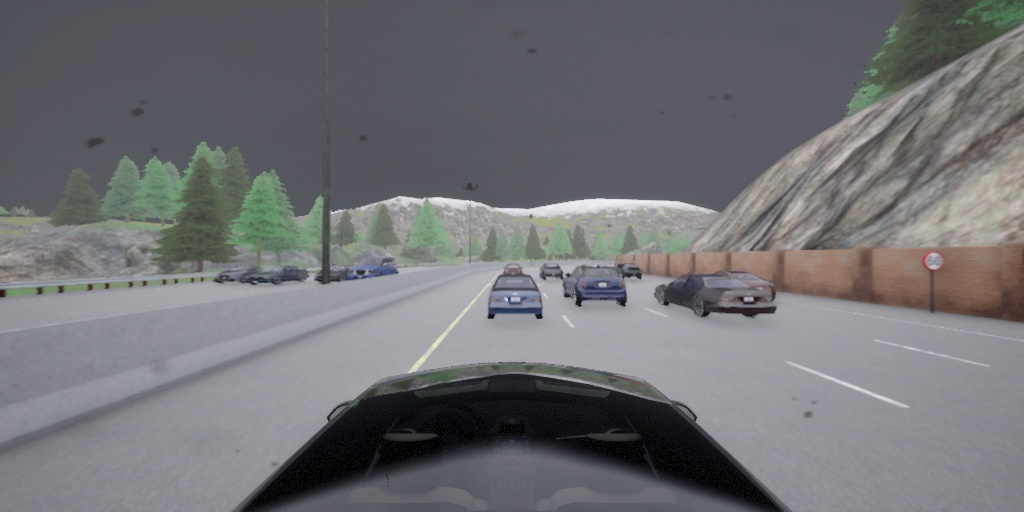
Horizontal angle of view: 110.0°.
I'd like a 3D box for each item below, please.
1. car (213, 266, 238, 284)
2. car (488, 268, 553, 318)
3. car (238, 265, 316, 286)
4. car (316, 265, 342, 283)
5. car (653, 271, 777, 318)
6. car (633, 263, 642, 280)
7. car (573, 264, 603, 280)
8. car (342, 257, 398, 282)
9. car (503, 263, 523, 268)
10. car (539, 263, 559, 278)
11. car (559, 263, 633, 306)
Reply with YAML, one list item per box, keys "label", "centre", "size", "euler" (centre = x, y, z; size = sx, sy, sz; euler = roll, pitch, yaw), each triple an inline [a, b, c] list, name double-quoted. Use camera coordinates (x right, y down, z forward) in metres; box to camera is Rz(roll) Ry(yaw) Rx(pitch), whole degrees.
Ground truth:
- label: "car"
  centre: [-21.091, 1.444, 28.265]
  size: [1.994, 1.385, 4.181]
  euler: [0, 0, 0]
- label: "car"
  centre: [0.102, 1.354, 13.217]
  size: [2.033, 1.411, 5.357]
  euler: [0, 0, 0]
- label: "car"
  centre: [-17.598, 1.423, 27.237]
  size: [2.033, 1.411, 5.357]
  euler: [0, 0, 0]
- label: "car"
  centre: [-14.098, 1.434, 29.594]
  size: [2.033, 1.411, 5.357]
  euler: [0, 0, 0]
- label: "car"
  centre: [7.101, 1.355, 13.258]
  size: [2.033, 1.411, 5.357]
  euler: [0, 0, 0]
- label: "car"
  centre: [10.602, 1.413, 33.546]
  size: [1.837, 1.490, 4.892]
  euler: [0, 0, 0]
- label: "car"
  centre: [7.102, 1.474, 34.017]
  size: [1.994, 1.385, 4.181]
  euler: [0, 0, 0]
- label: "car"
  centre: [-10.597, 1.098, 27.792]
  size: [2.150, 2.045, 5.566]
  euler: [0, 0, 0]
- label: "car"
  centre: [0.103, 1.438, 34.495]
  size: [1.812, 1.442, 4.674]
  euler: [0, 0, 0]
- label: "car"
  centre: [3.603, 1.398, 33.438]
  size: [2.128, 1.511, 4.902]
  euler: [0, 0, 0]
- label: "car"
  centre: [3.601, 1.174, 16.342]
  size: [2.097, 1.767, 4.553]
  euler: [0, 0, 0]
